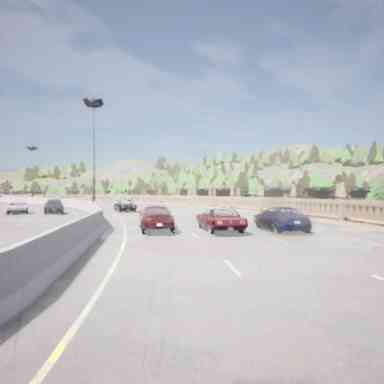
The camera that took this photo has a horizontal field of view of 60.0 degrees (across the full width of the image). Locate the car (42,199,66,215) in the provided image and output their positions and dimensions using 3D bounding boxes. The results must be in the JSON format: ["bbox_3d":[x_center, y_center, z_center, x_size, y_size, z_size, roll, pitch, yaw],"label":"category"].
[{"bbox_3d":[-14.018,1.527,33.923,1.837,1.490,4.892,0,0,-22],"label":"car"}]

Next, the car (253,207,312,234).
[{"bbox_3d":[5.043,1.524,19.001,1.994,1.385,4.181,0,0,-10],"label":"car"}]

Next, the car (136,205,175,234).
[{"bbox_3d":[-2.128,1.515,19.371,1.812,1.442,4.674,0,0,-11],"label":"car"}]

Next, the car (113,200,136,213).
[{"bbox_3d":[-7.588,1.594,37.288,1.895,1.301,4.718,0,0,-22],"label":"car"}]

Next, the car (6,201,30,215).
[{"bbox_3d":[-18.012,1.639,34.556,1.895,1.301,4.718,0,0,-23],"label":"car"}]

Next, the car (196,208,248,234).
[{"bbox_3d":[1.543,1.575,18.998,1.895,1.301,4.718,0,0,-11],"label":"car"}]
